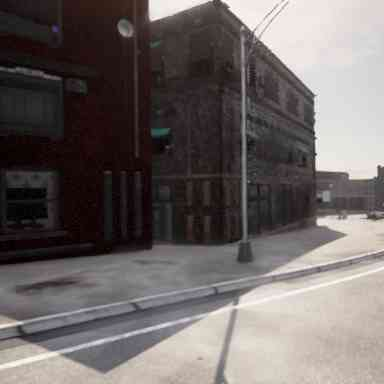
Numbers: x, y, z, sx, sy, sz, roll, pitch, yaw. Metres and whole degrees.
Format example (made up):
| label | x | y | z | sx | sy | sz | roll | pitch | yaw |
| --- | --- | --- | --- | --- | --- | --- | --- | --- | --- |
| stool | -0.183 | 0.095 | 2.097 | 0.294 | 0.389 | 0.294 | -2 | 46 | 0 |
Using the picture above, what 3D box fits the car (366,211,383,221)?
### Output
| label | x | y | z | sx | sy | sz | roll | pitch | yaw |
| --- | --- | --- | --- | --- | --- | --- | --- | --- | --- |
| car | 27.546 | 3.549 | 49.261 | 1.812 | 1.442 | 4.674 | -1 | -3 | 4 |
